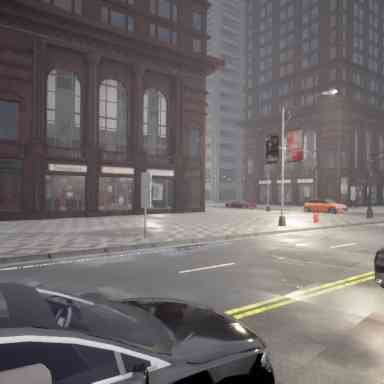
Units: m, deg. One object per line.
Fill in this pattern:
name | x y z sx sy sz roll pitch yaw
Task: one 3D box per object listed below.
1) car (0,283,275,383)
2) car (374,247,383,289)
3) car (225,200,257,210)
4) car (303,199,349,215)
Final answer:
car | -1.456 1.492 2.400 4.902 1.511 2.128 0 0 -35
car | 6.162 1.516 7.819 4.892 1.490 1.837 0 0 -35
car | 6.839 1.831 46.416 1.895 1.301 4.718 1 -1 -35
car | 14.379 1.525 35.804 2.097 1.767 4.553 1 -1 -35
